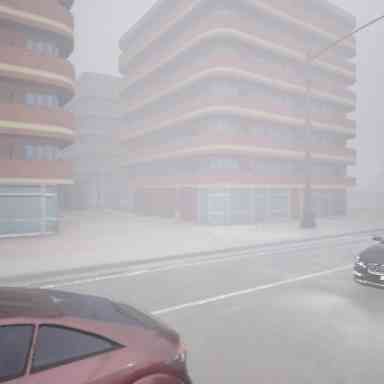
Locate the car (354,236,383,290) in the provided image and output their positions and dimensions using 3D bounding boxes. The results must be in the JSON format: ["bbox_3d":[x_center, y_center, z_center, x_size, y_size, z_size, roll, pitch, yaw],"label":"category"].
[{"bbox_3d":[5.930,1.522,8.215,4.892,1.490,1.837,0,0,-35],"label":"car"}]

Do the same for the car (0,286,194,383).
[{"bbox_3d":[-2.027,1.564,2.547,4.181,1.385,1.994,0,0,-35],"label":"car"}]
